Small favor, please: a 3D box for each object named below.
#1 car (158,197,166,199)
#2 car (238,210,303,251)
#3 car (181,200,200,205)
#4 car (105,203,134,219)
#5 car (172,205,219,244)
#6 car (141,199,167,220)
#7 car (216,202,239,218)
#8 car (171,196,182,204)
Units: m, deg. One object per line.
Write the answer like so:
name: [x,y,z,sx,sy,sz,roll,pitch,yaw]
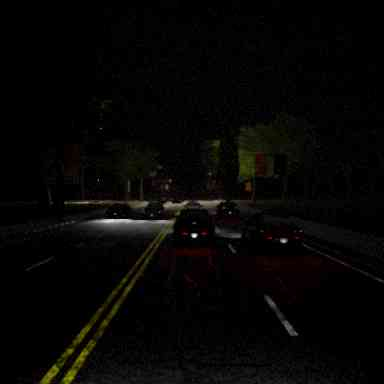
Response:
car: [-6.483,1.871,71.191,2.128,1.511,4.902,0,0,0]
car: [3.346,1.593,14.416,1.812,1.442,4.674,0,0,0]
car: [0.107,1.685,32.680,1.812,1.442,4.674,0,0,0]
car: [-6.590,1.712,30.577,1.994,1.385,4.181,0,0,0]
car: [0.102,1.582,16.384,1.837,1.490,4.892,0,0,0]
car: [-3.341,1.671,30.003,1.812,1.442,4.674,0,0,0]
car: [3.355,1.645,31.694,2.128,1.511,4.902,0,0,0]
car: [-3.233,1.710,70.389,2.097,1.767,4.553,0,0,0]
